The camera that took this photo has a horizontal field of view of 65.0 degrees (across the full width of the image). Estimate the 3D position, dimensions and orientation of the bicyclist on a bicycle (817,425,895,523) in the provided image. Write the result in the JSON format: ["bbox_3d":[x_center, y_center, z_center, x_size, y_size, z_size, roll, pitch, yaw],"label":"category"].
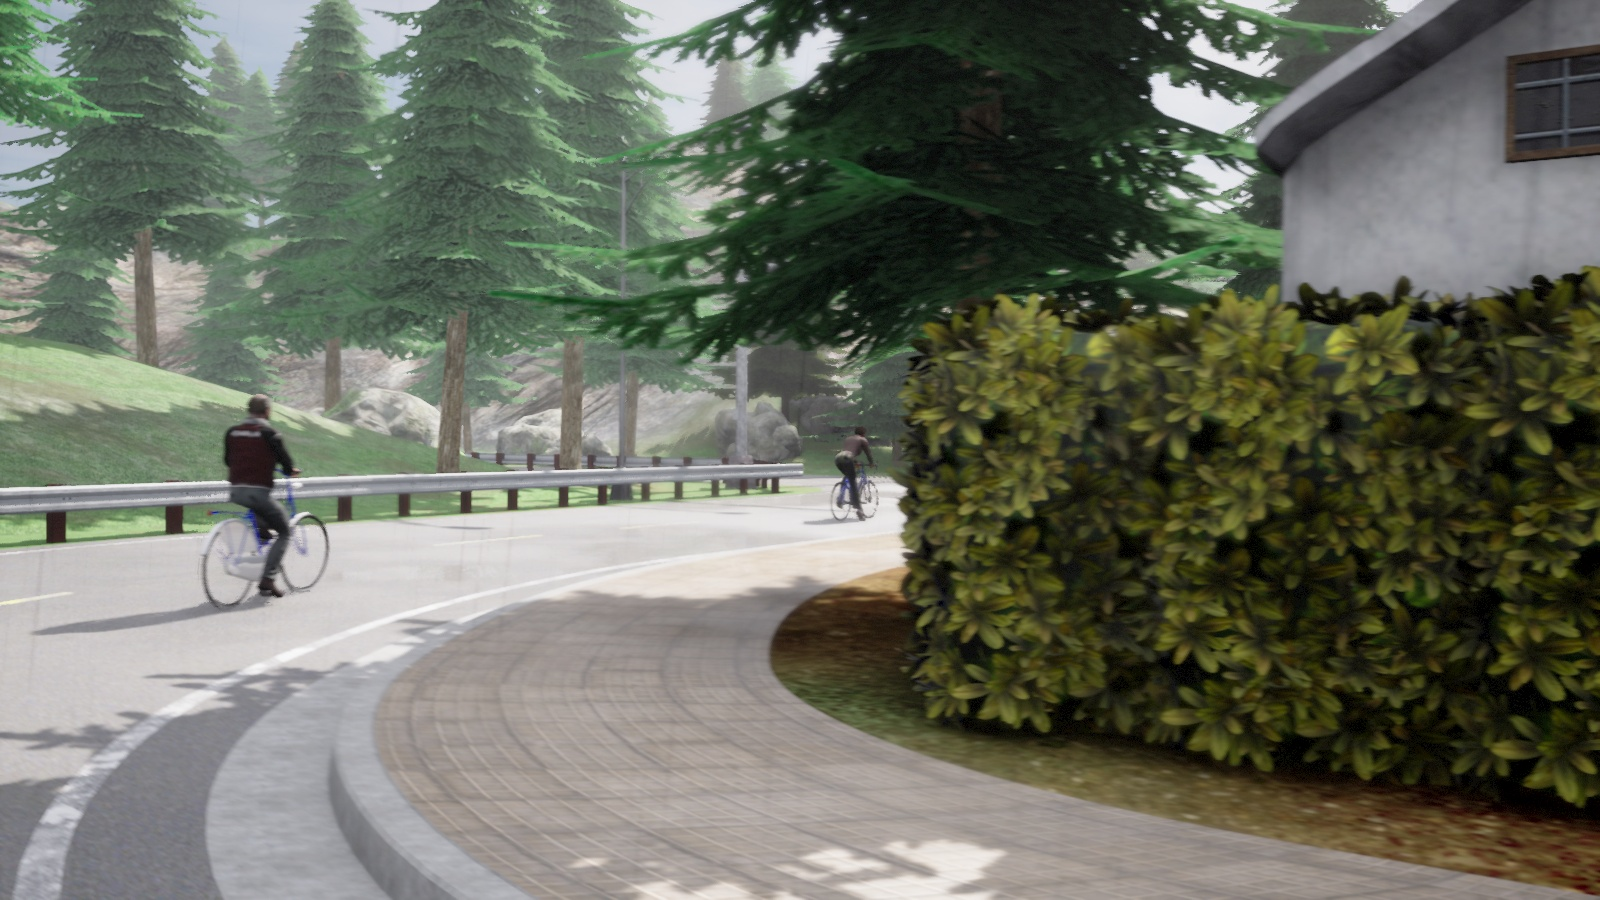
[{"bbox_3d":[0.980,0.395,21.646,0.582,1.620,1.656,0,1,32],"label":"bicyclist on a bicycle"}]

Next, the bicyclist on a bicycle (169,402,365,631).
[{"bbox_3d":[-4.468,0.498,10.686,0.659,1.776,1.843,1,1,9],"label":"bicyclist on a bicycle"}]
